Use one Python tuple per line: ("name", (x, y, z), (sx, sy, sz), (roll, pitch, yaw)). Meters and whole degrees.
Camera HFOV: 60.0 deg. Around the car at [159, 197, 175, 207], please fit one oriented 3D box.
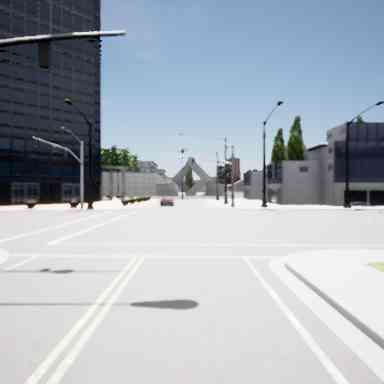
("car", (-3.554, 1.374, 47.797), (1.895, 1.301, 4.718), (0, 0, 0))
